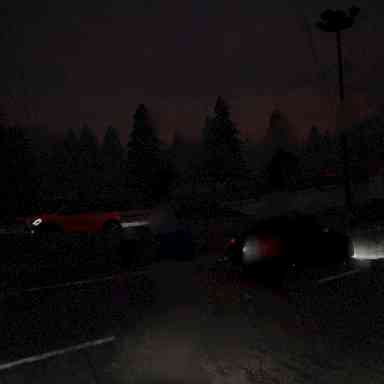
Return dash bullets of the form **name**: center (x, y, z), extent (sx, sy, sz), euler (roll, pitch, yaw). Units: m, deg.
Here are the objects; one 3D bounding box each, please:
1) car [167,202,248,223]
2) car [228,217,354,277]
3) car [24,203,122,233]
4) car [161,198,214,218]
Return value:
- **car**: center (1.112, 1.466, 17.677), extent (4.181, 1.385, 1.994), euler (-2, 1, -35)
- **car**: center (3.134, 1.530, 10.278), extent (4.181, 1.385, 1.994), euler (-1, 1, -35)
- **car**: center (-5.995, 1.366, 16.911), extent (4.553, 1.767, 2.097), euler (0, 0, -35)
- **car**: center (-0.048, 1.263, 25.446), extent (4.902, 1.511, 2.128), euler (-3, 2, -35)
